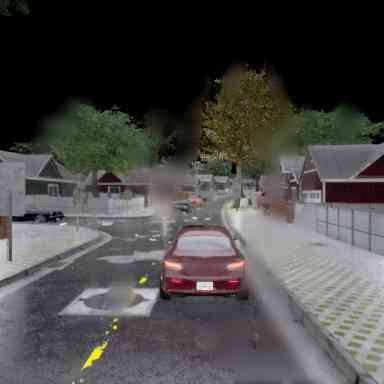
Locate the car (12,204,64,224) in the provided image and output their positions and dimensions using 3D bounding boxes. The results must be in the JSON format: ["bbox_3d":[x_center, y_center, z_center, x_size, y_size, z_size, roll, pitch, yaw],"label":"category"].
[{"bbox_3d":[-10.854,1.394,21.557,4.718,1.301,1.895,1,0,3],"label":"car"}]

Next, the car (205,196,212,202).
[{"bbox_3d":[2.673,1.337,64.744,1.895,1.301,4.718,0,0,10],"label":"car"}]

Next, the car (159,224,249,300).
[{"bbox_3d":[0.282,1.527,8.293,1.812,1.442,4.674,0,0,1],"label":"car"}]

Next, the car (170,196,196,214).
[{"bbox_3d":[-1.073,1.500,35.600,2.033,1.411,5.357,0,0,6],"label":"car"}]

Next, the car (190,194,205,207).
[{"bbox_3d":[0.351,1.212,48.645,2.097,1.767,4.553,0,1,7],"label":"car"}]
